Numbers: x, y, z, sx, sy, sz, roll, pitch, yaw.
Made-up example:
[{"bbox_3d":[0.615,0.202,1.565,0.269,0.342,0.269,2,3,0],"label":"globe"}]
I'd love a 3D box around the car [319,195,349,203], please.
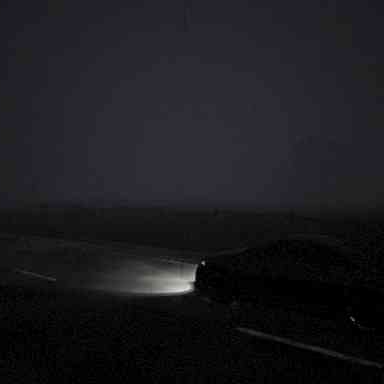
[{"bbox_3d":[24.395,1.232,57.257,4.605,1.855,1.932,0,0,35],"label":"car"}]

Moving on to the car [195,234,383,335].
[{"bbox_3d":[2.127,1.567,6.774,4.181,1.385,1.994,0,0,35],"label":"car"}]
